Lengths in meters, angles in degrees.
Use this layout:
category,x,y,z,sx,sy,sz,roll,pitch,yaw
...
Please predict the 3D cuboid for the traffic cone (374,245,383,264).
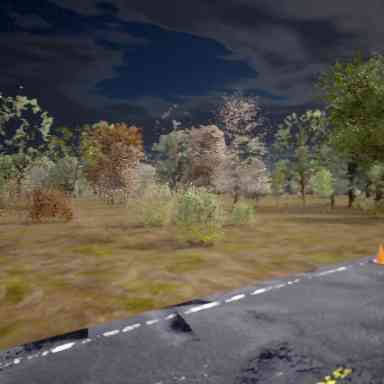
category,x,y,z,sx,sy,sz,roll,pitch,yaw
traffic cone,6.287,2.048,11.060,0.340,0.580,0.340,0,-1,-37
